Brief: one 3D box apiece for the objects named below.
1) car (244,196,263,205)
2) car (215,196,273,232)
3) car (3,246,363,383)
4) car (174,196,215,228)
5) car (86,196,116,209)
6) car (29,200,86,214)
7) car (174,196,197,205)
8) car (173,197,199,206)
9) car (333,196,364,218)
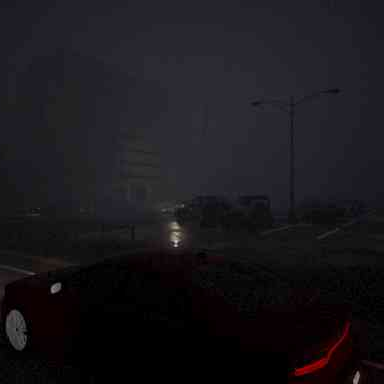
[{"bbox_3d":[11.442,1.527,61.534,1.812,1.442,4.674,0,-1,34],"label":"car"},{"bbox_3d":[3.270,1.156,19.088,1.905,1.878,3.866,0,0,34],"label":"car"},{"bbox_3d":[-0.565,1.478,4.390,5.008,1.535,1.882,0,0,35],"label":"car"},{"bbox_3d":[0.902,1.153,20.753,1.932,1.855,4.605,0,0,34],"label":"car"},{"bbox_3d":[-12.569,1.351,44.921,2.097,1.767,4.553,0,0,34],"label":"car"},{"bbox_3d":[-14.536,1.547,35.706,2.033,1.411,5.357,0,0,34],"label":"car"},{"bbox_3d":[-1.122,1.529,61.832,1.812,1.442,4.674,0,0,34],"label":"car"},{"bbox_3d":[-0.940,1.601,55.896,1.895,1.301,4.718,0,0,34],"label":"car"},{"bbox_3d":[15.288,1.395,32.049,1.970,1.475,3.806,0,0,34],"label":"car"}]
